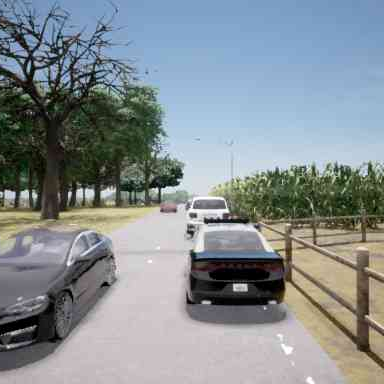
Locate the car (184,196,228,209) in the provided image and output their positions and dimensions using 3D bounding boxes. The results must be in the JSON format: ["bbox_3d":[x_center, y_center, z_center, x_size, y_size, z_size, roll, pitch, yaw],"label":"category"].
[{"bbox_3d":[0.838,1.279,18.211,2.150,2.045,5.566,0,0,0],"label":"car"}]

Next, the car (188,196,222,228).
[{"bbox_3d":[0.843,1.313,24.213,2.150,2.045,5.566,0,0,0],"label":"car"}]

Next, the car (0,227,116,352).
[{"bbox_3d":[-2.844,1.501,6.560,2.128,1.511,4.902,0,0,0],"label":"car"}]

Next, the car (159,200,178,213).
[{"bbox_3d":[-2.720,1.711,39.416,1.812,1.442,4.674,0,0,0],"label":"car"}]

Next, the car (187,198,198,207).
[{"bbox_3d":[0.045,1.877,59.193,1.837,1.490,4.892,0,-1,0],"label":"car"}]

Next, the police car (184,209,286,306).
[{"bbox_3d":[0.830,1.440,8.284,1.930,1.638,5.238,0,0,0],"label":"police car"}]
